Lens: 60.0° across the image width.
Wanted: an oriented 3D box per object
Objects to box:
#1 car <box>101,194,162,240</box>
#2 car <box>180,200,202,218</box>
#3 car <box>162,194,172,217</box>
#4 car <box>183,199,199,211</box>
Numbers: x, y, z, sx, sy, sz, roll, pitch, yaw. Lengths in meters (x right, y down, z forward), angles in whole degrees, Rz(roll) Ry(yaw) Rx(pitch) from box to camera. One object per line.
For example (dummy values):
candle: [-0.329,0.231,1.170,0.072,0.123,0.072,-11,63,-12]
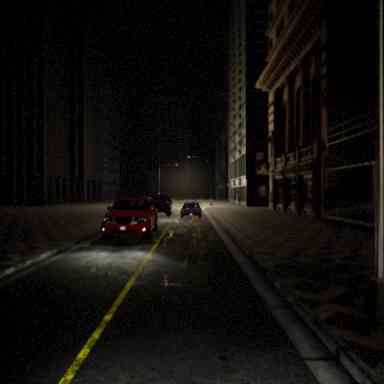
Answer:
car: [-3.054,1.239,17.400,2.150,2.045,5.566,0,0,0]
car: [-0.065,1.636,30.544,1.895,1.301,4.718,0,0,0]
car: [-3.106,1.263,32.621,2.150,2.045,5.566,0,0,0]
car: [-0.096,1.656,42.868,1.895,1.301,4.718,0,0,0]
